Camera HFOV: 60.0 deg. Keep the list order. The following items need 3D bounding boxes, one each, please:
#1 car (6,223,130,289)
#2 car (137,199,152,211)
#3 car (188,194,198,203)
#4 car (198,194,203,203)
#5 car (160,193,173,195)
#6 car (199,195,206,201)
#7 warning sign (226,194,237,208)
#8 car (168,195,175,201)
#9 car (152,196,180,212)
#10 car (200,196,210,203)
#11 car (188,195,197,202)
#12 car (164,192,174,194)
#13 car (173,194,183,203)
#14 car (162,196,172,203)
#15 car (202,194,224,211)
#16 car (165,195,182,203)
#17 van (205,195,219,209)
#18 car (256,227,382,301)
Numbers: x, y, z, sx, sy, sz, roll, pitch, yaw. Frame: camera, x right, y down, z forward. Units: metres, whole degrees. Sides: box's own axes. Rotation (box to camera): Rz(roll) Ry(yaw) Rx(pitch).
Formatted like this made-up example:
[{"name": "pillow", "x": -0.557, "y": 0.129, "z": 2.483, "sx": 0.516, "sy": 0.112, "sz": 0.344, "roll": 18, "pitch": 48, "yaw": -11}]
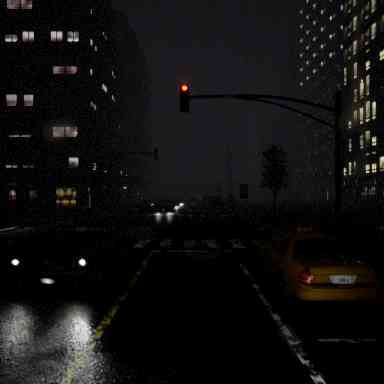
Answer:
[{"name": "car", "x": -3.086, "y": 1.600, "z": 9.316, "sx": 1.895, "sy": 1.301, "sz": 4.718, "roll": 0, "pitch": 0, "yaw": 0}, {"name": "car", "x": -5.621, "y": 1.568, "z": 40.501, "sx": 2.008, "sy": 1.369, "sz": 4.403, "roll": 0, "pitch": 0, "yaw": 0}, {"name": "car", "x": 0.226, "y": 1.563, "z": 68.896, "sx": 1.837, "sy": 1.490, "sz": 4.892, "roll": 0, "pitch": 0, "yaw": 0}, {"name": "car", "x": 2.797, "y": 1.362, "z": 62.591, "sx": 2.192, "sy": 1.841, "sz": 5.009, "roll": 0, "pitch": 0, "yaw": 0}, {"name": "car", "x": -5.572, "y": 1.497, "z": 68.134, "sx": 1.967, "sy": 1.590, "sz": 4.097, "roll": 0, "pitch": 0, "yaw": 0}, {"name": "car", "x": 2.849, "y": 1.625, "z": 90.395, "sx": 1.752, "sy": 1.417, "sz": 4.829, "roll": 0, "pitch": 0, "yaw": 0}, {"name": "warning sign", "x": 5.151, "y": 1.135, "z": 43.738, "sx": 1.300, "sy": 1.860, "sz": 1.060, "roll": 0, "pitch": 0, "yaw": 0}, {"name": "car", "x": -5.532, "y": 1.624, "z": 90.070, "sx": 1.752, "sy": 1.417, "sz": 4.829, "roll": 0, "pitch": 0, "yaw": 0}, {"name": "car", "x": -2.998, "y": 1.562, "z": 38.896, "sx": 2.033, "sy": 1.411, "sz": 5.357, "roll": 0, "pitch": 0, "yaw": 3}, {"name": "car", "x": 2.818, "y": 1.611, "z": 73.645, "sx": 1.887, "sy": 1.381, "sz": 4.507, "roll": 0, "pitch": 0, "yaw": 0}, {"name": "car", "x": 0.143, "y": 1.603, "z": 79.736, "sx": 2.128, "sy": 1.511, "sz": 4.902, "roll": 0, "pitch": 0, "yaw": 0}, {"name": "car", "x": -5.553, "y": 1.517, "z": 79.187, "sx": 1.967, "sy": 1.590, "sz": 4.097, "roll": 0, "pitch": 0, "yaw": 0}, {"name": "car", "x": -2.884, "y": 1.654, "z": 68.279, "sx": 1.895, "sy": 1.301, "sz": 4.718, "roll": 0, "pitch": 0, "yaw": 0}, {"name": "car", "x": -5.562, "y": 1.648, "z": 73.661, "sx": 1.802, "sy": 1.307, "sz": 4.206, "roll": 0, "pitch": 0, "yaw": 0}, {"name": "car", "x": 2.758, "y": 1.332, "z": 40.486, "sx": 2.192, "sy": 1.841, "sz": 5.009, "roll": 0, "pitch": 0, "yaw": 0}, {"name": "car", "x": -2.997, "y": 1.593, "z": 52.813, "sx": 1.994, "sy": 1.385, "sz": 4.181, "roll": 0, "pitch": 0, "yaw": 0}, {"name": "van", "x": 2.768, "y": 1.364, "z": 46.012, "sx": 1.690, "sy": 1.788, "sz": 3.998, "roll": 0, "pitch": 0, "yaw": 0}, {"name": "car", "x": 2.701, "y": 1.526, "z": 8.243, "sx": 1.752, "sy": 1.417, "sz": 4.829, "roll": 0, "pitch": 0, "yaw": 0}]
